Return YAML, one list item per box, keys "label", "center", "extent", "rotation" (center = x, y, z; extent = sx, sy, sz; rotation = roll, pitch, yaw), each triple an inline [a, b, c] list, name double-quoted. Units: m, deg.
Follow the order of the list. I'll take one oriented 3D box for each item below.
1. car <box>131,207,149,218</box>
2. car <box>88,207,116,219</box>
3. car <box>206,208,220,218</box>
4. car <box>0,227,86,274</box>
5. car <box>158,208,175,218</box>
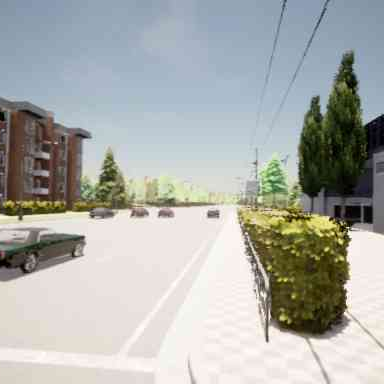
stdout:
- label: "car"
  center: [-7.625, 2.977, 48.878]
  extent: [1.812, 1.442, 4.674]
  rotation: [1, -2, 8]
- label: "car"
  center: [-11.816, 2.757, 44.075]
  extent: [2.033, 1.411, 5.357]
  rotation: [1, -2, 8]
- label: "car"
  center: [3.318, 3.250, 51.523]
  extent: [2.128, 1.511, 4.902]
  rotation: [1, -2, 8]
- label: "car"
  center: [-5.583, 1.881, 11.676]
  extent: [1.895, 1.301, 4.718]
  rotation: [1, -2, 9]
- label: "car"
  center: [-3.917, 3.096, 50.202]
  extent: [1.812, 1.442, 4.674]
  rotation: [1, -2, 8]
